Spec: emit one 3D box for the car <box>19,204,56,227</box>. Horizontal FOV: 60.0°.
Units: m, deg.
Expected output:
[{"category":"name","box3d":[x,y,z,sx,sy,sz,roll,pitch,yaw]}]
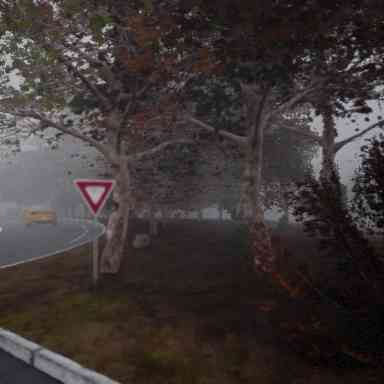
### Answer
[{"category":"car","box3d":[-11.577,1.676,24.913,1.882,1.535,5.008,0,-1,-35]}]
